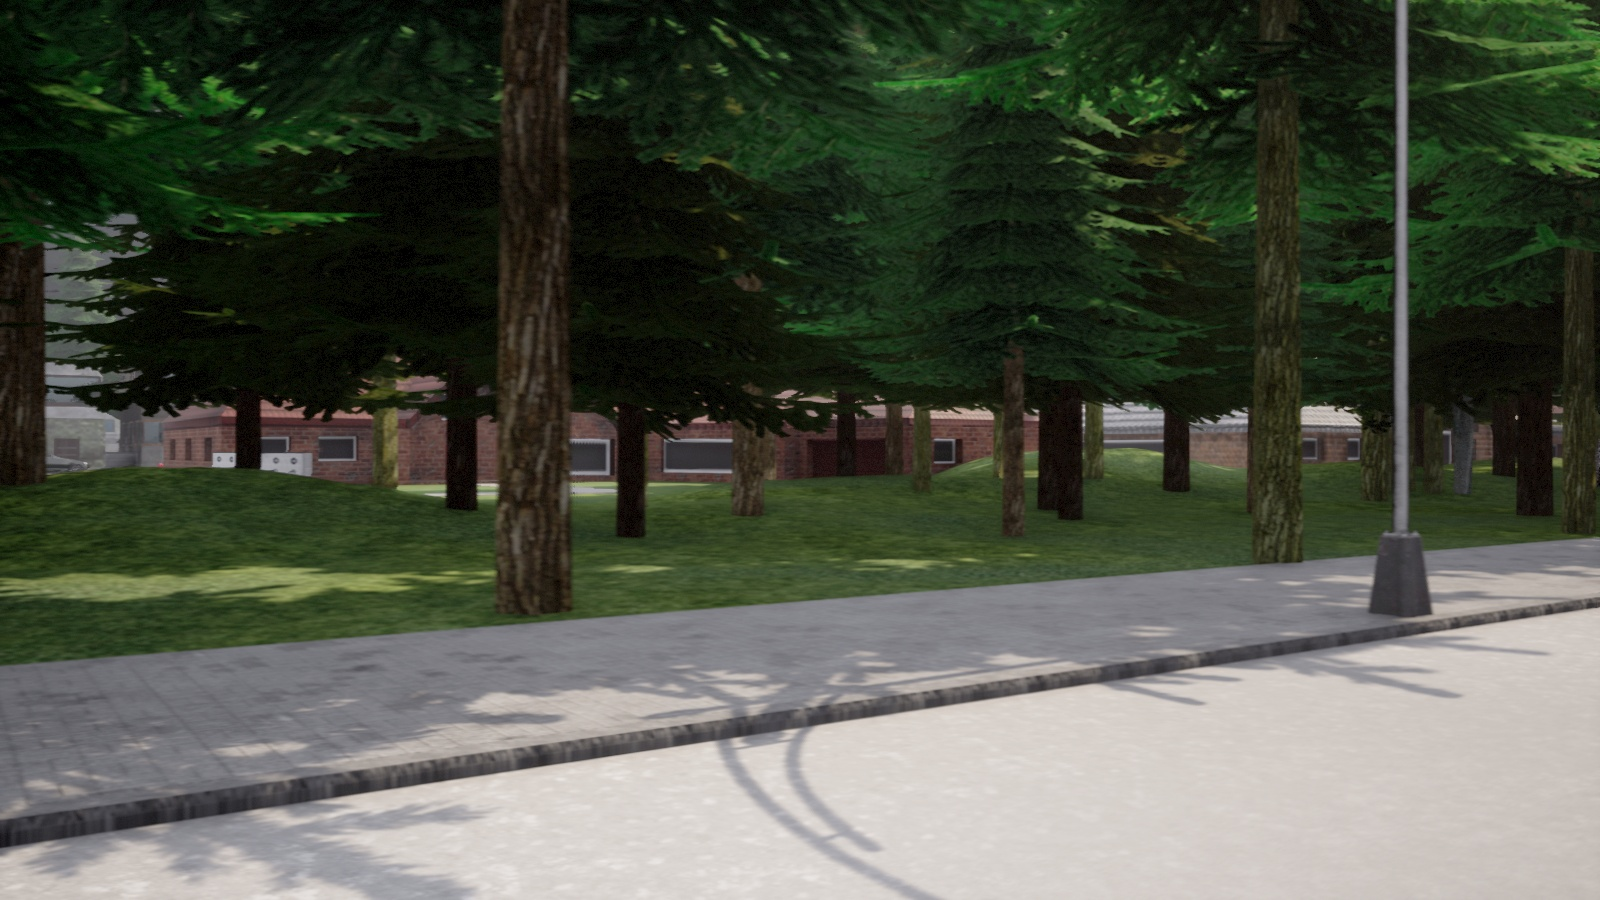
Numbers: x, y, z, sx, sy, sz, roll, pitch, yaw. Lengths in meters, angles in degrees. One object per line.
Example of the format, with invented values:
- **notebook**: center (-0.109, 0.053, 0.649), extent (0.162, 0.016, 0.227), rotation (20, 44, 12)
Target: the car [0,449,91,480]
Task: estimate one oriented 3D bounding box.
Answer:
- **car**: center (-42.499, 0.785, 69.934), extent (5.027, 1.651, 2.152), rotation (0, 0, -35)
